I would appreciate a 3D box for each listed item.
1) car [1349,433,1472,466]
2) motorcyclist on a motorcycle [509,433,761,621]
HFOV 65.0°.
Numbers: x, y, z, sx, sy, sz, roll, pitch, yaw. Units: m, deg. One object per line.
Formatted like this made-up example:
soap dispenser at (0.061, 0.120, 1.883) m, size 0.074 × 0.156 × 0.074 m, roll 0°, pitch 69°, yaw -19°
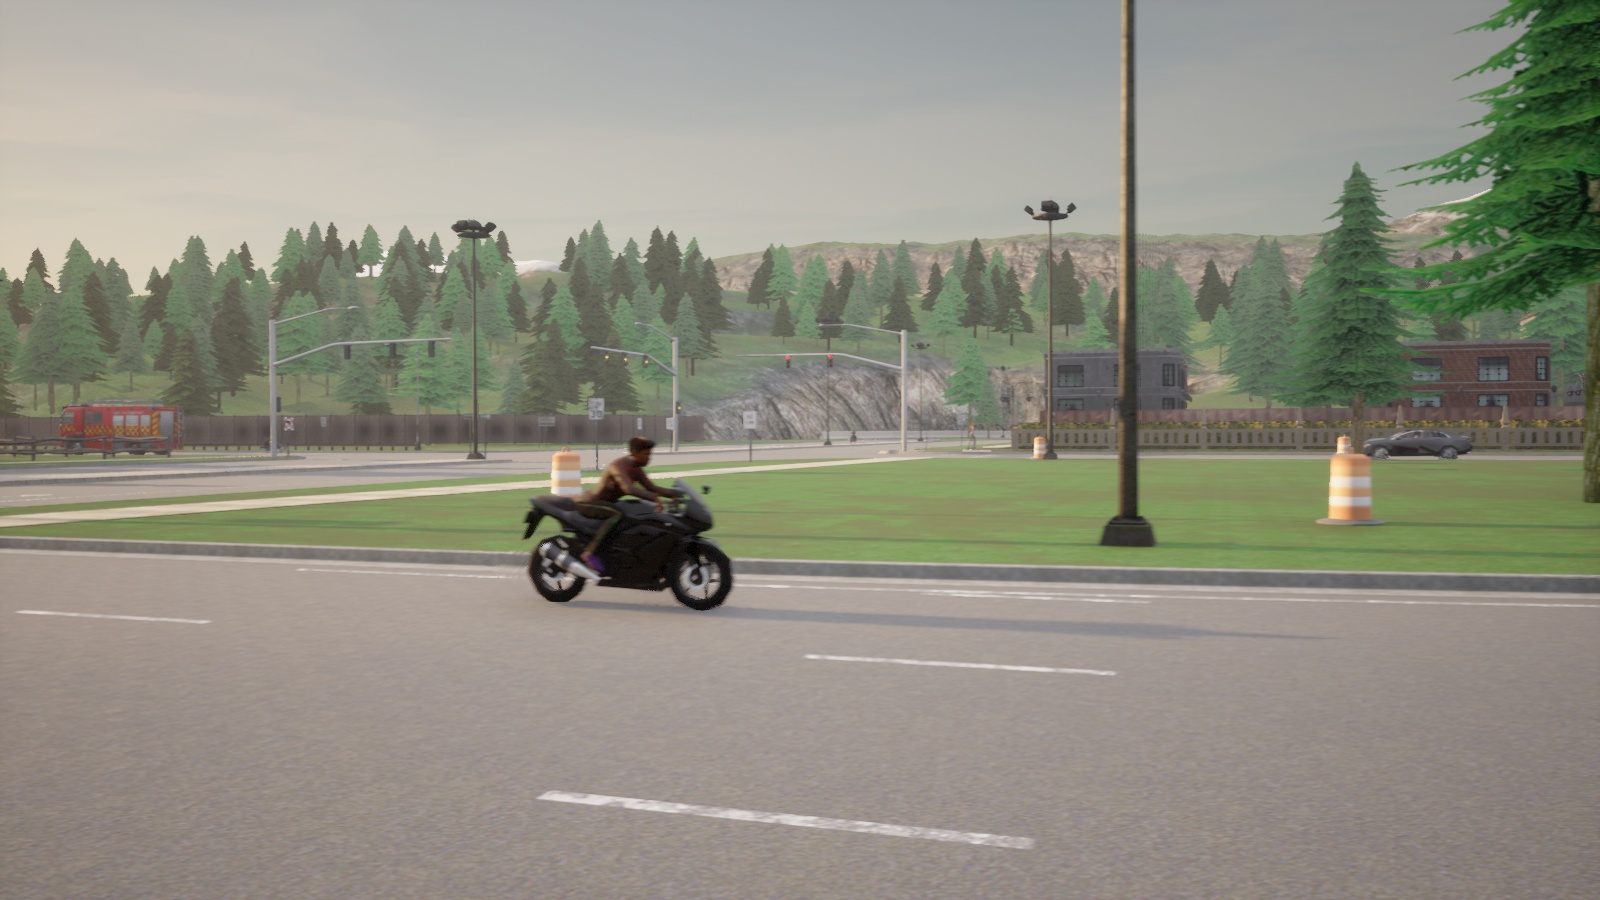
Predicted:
car at (28.363, -0.047, 58.478) m, size 4.902 × 1.511 × 2.128 m, roll 1°, pitch 1°, yaw 18°
motorcyclist on a motorcycle at (-1.449, 0.624, 11.065) m, size 2.044 × 1.523 × 0.797 m, roll 1°, pitch 1°, yaw 19°
